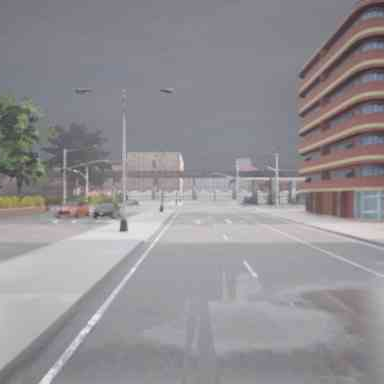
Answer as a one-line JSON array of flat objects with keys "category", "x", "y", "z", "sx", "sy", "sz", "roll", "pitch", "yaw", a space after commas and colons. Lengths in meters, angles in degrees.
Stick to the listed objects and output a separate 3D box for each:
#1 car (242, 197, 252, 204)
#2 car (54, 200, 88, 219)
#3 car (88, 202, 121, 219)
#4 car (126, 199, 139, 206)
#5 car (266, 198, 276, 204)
[{"category": "car", "x": 13.201, "y": 1.928, "z": 78.312, "sx": 2.242, "sy": 1.667, "sz": 4.611, "roll": 0, "pitch": 0, "yaw": 0}, {"category": "car", "x": -11.573, "y": 1.613, "z": 32.312, "sx": 2.097, "sy": 1.767, "sz": 4.553, "roll": 0, "pitch": 0, "yaw": 0}, {"category": "car", "x": -8.077, "y": 1.766, "z": 31.913, "sx": 1.837, "sy": 1.490, "sz": 4.892, "roll": 0, "pitch": -1, "yaw": 0}, {"category": "car", "x": -11.665, "y": 2.041, "z": 64.708, "sx": 2.128, "sy": 1.511, "sz": 4.902, "roll": 0, "pitch": 0, "yaw": 7}, {"category": "car", "x": 18.946, "y": 2.095, "z": 79.074, "sx": 1.970, "sy": 1.475, "sz": 3.806, "roll": 0, "pitch": 0, "yaw": 0}]
